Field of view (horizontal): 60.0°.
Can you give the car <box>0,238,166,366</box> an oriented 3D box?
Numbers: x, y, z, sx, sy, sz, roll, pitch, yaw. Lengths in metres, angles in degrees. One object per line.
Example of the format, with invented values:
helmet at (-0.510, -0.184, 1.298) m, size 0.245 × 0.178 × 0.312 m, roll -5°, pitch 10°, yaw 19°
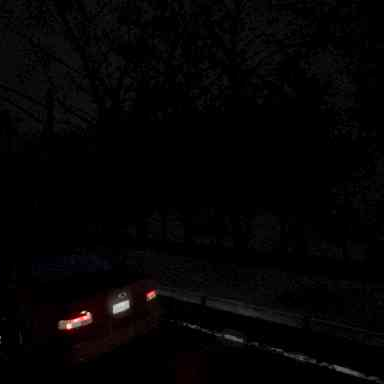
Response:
car at (-2.965, 1.548, 5.811) m, size 5.357 × 1.411 × 2.033 m, roll 0°, pitch 0°, yaw 36°
